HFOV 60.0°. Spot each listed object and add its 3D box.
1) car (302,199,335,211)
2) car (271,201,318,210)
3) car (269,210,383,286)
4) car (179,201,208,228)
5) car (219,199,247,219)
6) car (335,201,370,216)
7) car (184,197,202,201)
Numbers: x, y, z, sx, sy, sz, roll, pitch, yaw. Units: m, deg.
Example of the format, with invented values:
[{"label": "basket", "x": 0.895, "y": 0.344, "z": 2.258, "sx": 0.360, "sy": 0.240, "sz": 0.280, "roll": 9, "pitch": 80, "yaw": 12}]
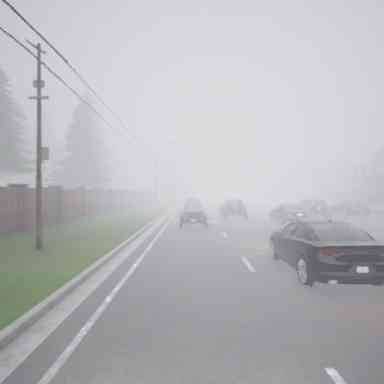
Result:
[{"label": "car", "x": 10.607, "y": 1.383, "z": 29.873, "sx": 2.097, "sy": 1.767, "sz": 4.553, "roll": 0, "pitch": 0, "yaw": 0}, {"label": "car", "x": 7.105, "y": 1.573, "z": 24.624, "sx": 2.033, "sy": 1.411, "sz": 5.357, "roll": 0, "pitch": 0, "yaw": 0}, {"label": "car", "x": 3.601, "y": 1.488, "z": 9.486, "sx": 1.882, "sy": 1.535, "sz": 5.008, "roll": 0, "pitch": 0, "yaw": 0}, {"label": "car", "x": 0.095, "y": 1.549, "z": 22.433, "sx": 1.812, "sy": 1.442, "sz": 4.674, "roll": 0, "pitch": 0, "yaw": 0}, {"label": "car", "x": 3.606, "y": 1.383, "z": 29.876, "sx": 2.097, "sy": 1.767, "sz": 4.553, "roll": 0, "pitch": 0, "yaw": 0}, {"label": "car", "x": 14.107, "y": 1.523, "z": 30.120, "sx": 2.128, "sy": 1.511, "sz": 4.902, "roll": 0, "pitch": 0, "yaw": 0}, {"label": "car", "x": 0.108, "y": 1.394, "z": 41.004, "sx": 2.097, "sy": 1.767, "sz": 4.553, "roll": 0, "pitch": 0, "yaw": 0}]
